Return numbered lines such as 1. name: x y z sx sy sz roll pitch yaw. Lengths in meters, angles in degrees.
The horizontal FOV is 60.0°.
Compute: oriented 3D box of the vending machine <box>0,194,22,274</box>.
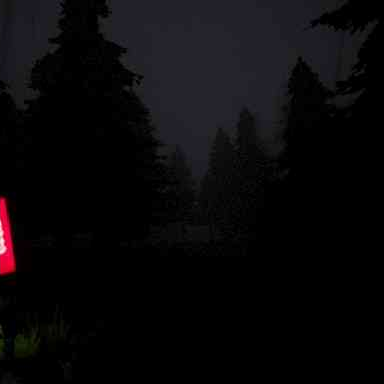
1. vending machine: -5.548 1.179 9.135 0.880 2.100 1.100 -7 1 45
